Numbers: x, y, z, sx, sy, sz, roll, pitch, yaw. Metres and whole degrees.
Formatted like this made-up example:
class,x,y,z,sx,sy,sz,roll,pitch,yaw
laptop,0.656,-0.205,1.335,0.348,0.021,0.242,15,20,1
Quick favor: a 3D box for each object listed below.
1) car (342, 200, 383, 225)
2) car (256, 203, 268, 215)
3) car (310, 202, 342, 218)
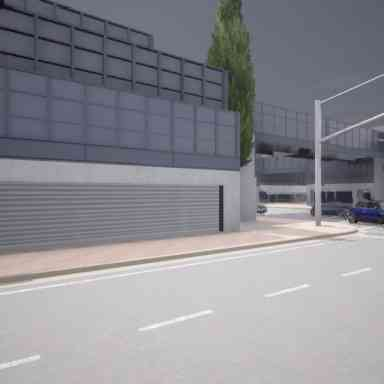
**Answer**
class,x,y,z,sx,sy,sz,roll,pitch,yaw
car,12.479,1.352,21.698,2.097,1.767,4.553,0,0,-16
car,5.362,1.505,33.279,1.837,1.490,4.892,0,0,-37
car,12.642,1.564,29.387,1.994,1.385,4.181,0,0,-37
